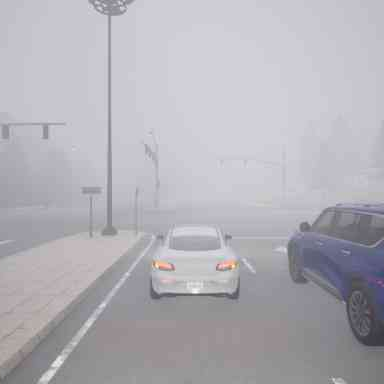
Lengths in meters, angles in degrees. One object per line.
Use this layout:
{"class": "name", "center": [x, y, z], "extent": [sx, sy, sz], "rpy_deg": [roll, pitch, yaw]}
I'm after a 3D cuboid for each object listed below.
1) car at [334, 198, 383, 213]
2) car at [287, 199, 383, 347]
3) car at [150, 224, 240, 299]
{"class": "car", "center": [18.733, 1.491, 37.137], "extent": [4.902, 1.511, 2.128], "rpy_deg": [0, 0, 0]}
{"class": "car", "center": [3.553, 1.221, 6.454], "extent": [2.150, 2.045, 5.566], "rpy_deg": [0, 0, 1]}
{"class": "car", "center": [0.062, 1.526, 8.300], "extent": [1.812, 1.442, 4.674], "rpy_deg": [0, 0, 0]}
